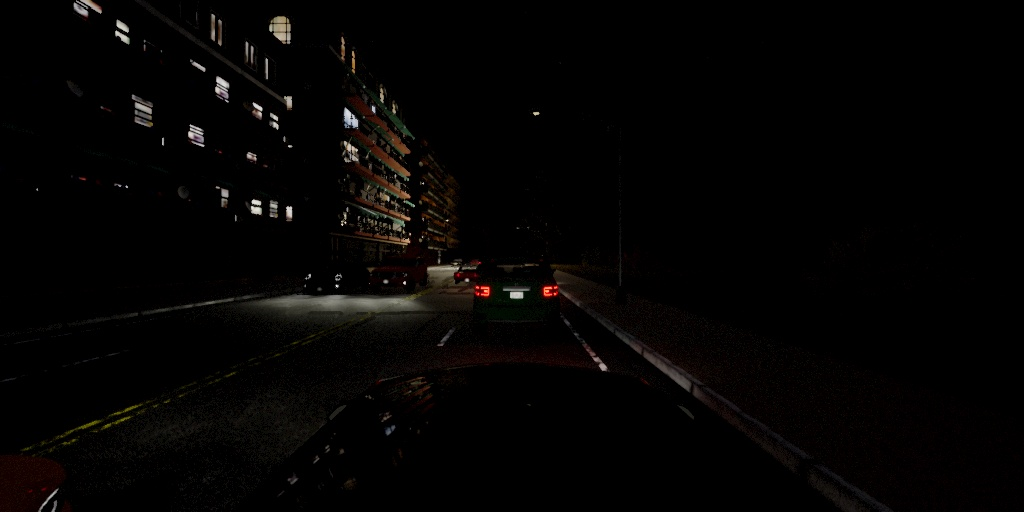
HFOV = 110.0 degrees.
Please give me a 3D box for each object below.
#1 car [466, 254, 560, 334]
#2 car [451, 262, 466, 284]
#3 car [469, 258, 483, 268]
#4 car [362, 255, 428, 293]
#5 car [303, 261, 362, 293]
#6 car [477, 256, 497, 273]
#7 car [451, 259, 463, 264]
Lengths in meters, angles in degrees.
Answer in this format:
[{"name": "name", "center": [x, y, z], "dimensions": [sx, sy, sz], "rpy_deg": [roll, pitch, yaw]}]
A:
[{"name": "car", "center": [0.121, 0.973, 10.733], "dimensions": [2.150, 2.045, 5.566], "rpy_deg": [0, 0, 0]}, {"name": "car", "center": [-3.073, 1.352, 26.944], "dimensions": [1.895, 1.301, 4.718], "rpy_deg": [0, 0, 0]}, {"name": "car", "center": [-6.363, 1.226, 64.293], "dimensions": [1.882, 1.535, 5.008], "rpy_deg": [0, 0, 1]}, {"name": "car", "center": [-6.540, 0.973, 21.359], "dimensions": [2.150, 2.045, 5.566], "rpy_deg": [0, 0, 0]}, {"name": "car", "center": [-9.794, 1.104, 20.494], "dimensions": [2.097, 1.767, 4.553], "rpy_deg": [0, 0, 0]}, {"name": "car", "center": [-3.013, 0.974, 44.266], "dimensions": [2.150, 2.045, 5.566], "rpy_deg": [0, 0, 0]}, {"name": "car", "center": [-9.620, 1.240, 63.518], "dimensions": [2.128, 1.511, 4.902], "rpy_deg": [0, 0, 1]}]
